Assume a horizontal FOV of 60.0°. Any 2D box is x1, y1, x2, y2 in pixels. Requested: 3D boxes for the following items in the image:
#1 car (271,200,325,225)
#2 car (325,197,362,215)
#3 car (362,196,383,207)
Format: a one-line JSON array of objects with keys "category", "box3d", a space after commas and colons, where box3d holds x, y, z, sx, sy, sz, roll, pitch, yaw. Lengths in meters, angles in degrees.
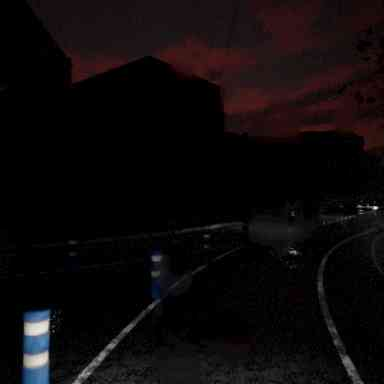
[{"category": "car", "box3d": [7.288, 1.358, 23.270, 1.882, 1.535, 5.008, 1, 1, 40]}, {"category": "car", "box3d": [13.978, 1.226, 31.165, 1.882, 1.535, 5.008, 1, 1, 41]}, {"category": "car", "box3d": [21.993, 1.185, 40.584, 1.895, 1.301, 4.718, 1, 1, 41]}]
